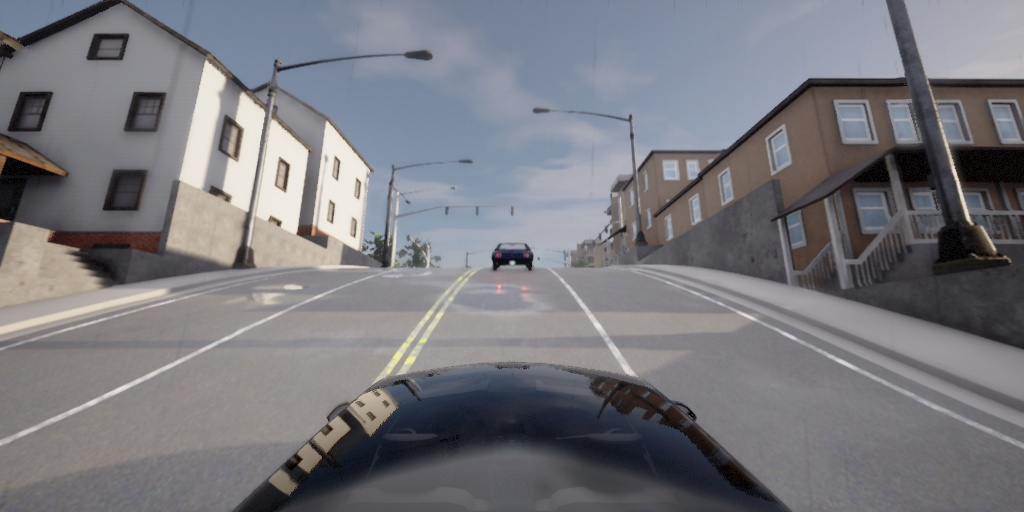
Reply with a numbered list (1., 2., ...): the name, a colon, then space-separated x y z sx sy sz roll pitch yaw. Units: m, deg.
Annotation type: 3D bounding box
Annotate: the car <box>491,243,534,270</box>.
1. car: 0.040 0.015 17.916 1.895 1.301 4.718 0 0 1
